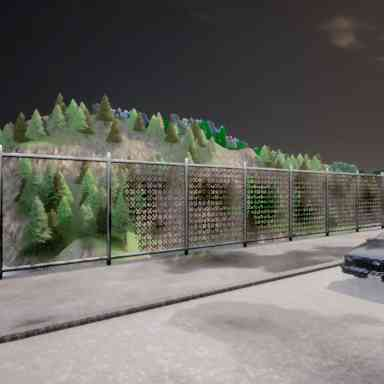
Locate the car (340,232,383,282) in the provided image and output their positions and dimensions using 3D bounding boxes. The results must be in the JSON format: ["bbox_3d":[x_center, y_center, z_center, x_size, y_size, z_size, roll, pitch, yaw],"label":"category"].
[{"bbox_3d":[6.304,1.547,9.061,5.357,1.411,2.033,0,0,-35],"label":"car"}]
